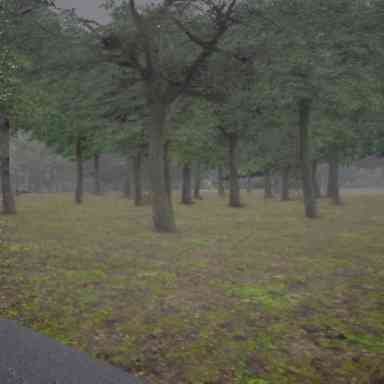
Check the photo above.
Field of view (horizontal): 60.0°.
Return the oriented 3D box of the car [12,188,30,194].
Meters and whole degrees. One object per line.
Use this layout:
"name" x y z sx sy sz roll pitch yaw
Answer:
"car" -36.896 -0.077 70.612 1.812 1.442 4.674 -2 0 34
